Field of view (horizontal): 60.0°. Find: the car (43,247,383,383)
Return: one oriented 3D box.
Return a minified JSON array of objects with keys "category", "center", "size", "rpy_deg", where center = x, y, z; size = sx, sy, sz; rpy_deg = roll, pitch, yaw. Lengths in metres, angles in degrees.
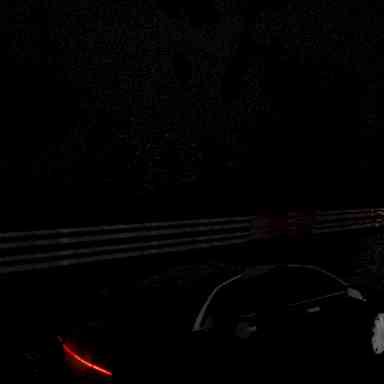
[{"category":"car","center":[0.769,1.484,4.265],"size":[4.892,1.490,1.837],"rpy_deg":[0,0,-35]}]
